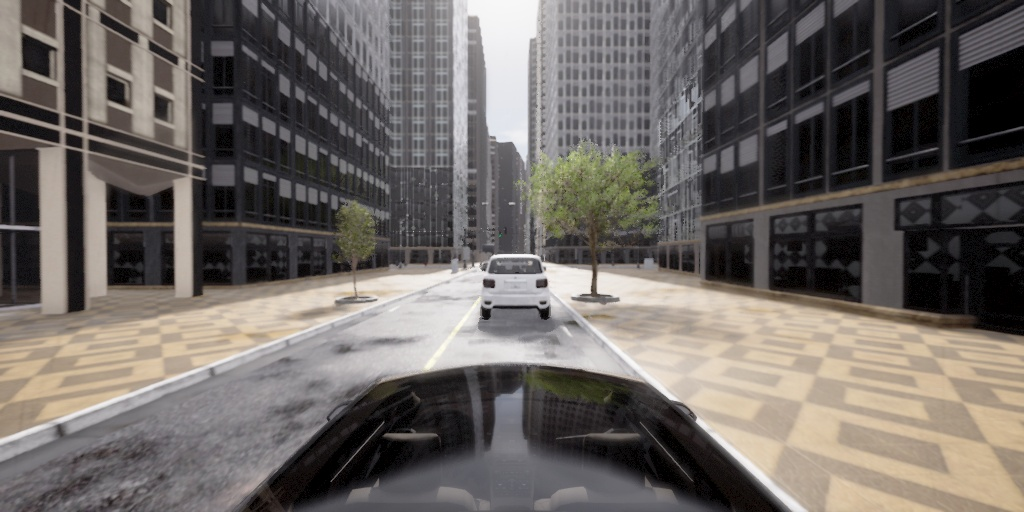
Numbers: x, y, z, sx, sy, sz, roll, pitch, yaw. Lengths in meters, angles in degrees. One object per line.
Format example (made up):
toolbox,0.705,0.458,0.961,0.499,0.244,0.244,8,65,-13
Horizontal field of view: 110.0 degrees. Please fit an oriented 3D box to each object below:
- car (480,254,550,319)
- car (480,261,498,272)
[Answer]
car,0.103,0.968,13.009,2.150,2.045,5.566,0,0,0
car,-3.004,1.322,47.260,1.994,1.385,4.181,0,0,0
